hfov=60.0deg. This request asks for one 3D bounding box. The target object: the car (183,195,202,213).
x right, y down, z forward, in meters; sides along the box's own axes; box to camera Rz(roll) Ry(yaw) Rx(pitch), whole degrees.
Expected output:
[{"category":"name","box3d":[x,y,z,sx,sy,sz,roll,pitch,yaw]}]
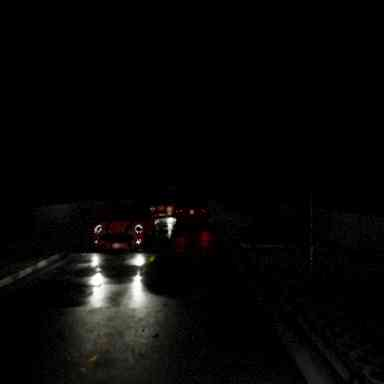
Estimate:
[{"category":"car","box3d":[0.055,1.394,41.848,2.150,2.045,5.566,0,0,0]}]

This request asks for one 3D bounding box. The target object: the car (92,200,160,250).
[{"category":"car","box3d":[-2.840,1.439,14.759,2.097,1.767,4.553,0,0,0]}]

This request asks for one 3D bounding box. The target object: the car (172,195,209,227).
[{"category":"car","box3d":[0.006,1.354,23.920,2.150,2.045,5.566,0,0,0]}]

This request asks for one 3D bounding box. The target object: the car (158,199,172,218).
[{"category":"car","box3d":[-2.823,1.506,32.470,2.097,1.767,4.553,0,0,0]}]
